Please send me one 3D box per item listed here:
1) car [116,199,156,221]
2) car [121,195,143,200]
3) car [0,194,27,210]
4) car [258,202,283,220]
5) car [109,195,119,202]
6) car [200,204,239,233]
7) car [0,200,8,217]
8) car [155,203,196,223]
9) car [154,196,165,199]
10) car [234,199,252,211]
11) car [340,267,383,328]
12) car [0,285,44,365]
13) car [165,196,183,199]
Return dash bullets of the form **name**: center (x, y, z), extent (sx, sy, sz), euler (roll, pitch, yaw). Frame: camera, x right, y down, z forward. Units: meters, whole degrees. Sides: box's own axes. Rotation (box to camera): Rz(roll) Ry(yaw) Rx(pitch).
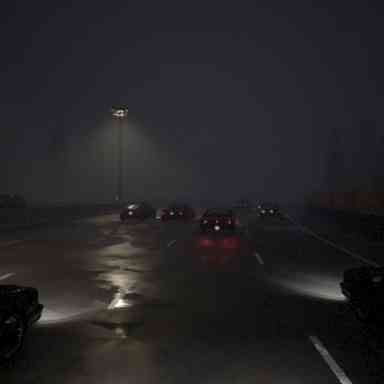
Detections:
- **car**: center (-4.231, 1.553, 26.899), extent (1.994, 1.385, 4.181), euler (0, 0, 10)
- **car**: center (-11.301, 1.326, 64.973), extent (2.097, 1.767, 4.553), euler (0, 0, 22)
- **car**: center (-15.288, 1.190, 25.924), extent (2.150, 2.045, 5.566), euler (0, 0, 10)
- **car**: center (6.651, 1.557, 28.203), extent (2.033, 1.411, 5.357), euler (0, 0, 12)
- **car**: center (-14.578, 1.321, 66.179), extent (2.097, 1.767, 4.553), euler (0, 0, 22)
- **car**: center (1.646, 1.602, 19.789), extent (1.895, 1.301, 4.718), euler (0, 0, 8)
- **car**: center (-18.336, 1.489, 28.709), extent (1.812, 1.442, 4.674), euler (0, 0, 10)
- **car**: center (-0.955, 1.543, 25.679), extent (2.033, 1.411, 5.357), euler (0, 0, 10)
- **car**: center (-6.187, 1.493, 67.963), extent (2.128, 1.511, 4.902), euler (0, 0, 23)
- **car**: center (6.287, 1.555, 40.984), extent (2.033, 1.411, 5.357), euler (0, 0, 17)
- **car**: center (3.733, 1.554, 4.045), extent (2.033, 1.411, 5.357), euler (0, 0, 2)
- **car**: center (-3.316, 1.541, 2.772), extent (2.033, 1.411, 5.357), euler (0, 0, 2)
- **car**: center (-3.008, 1.585, 66.495), extent (1.895, 1.301, 4.718), euler (0, 0, 24)
